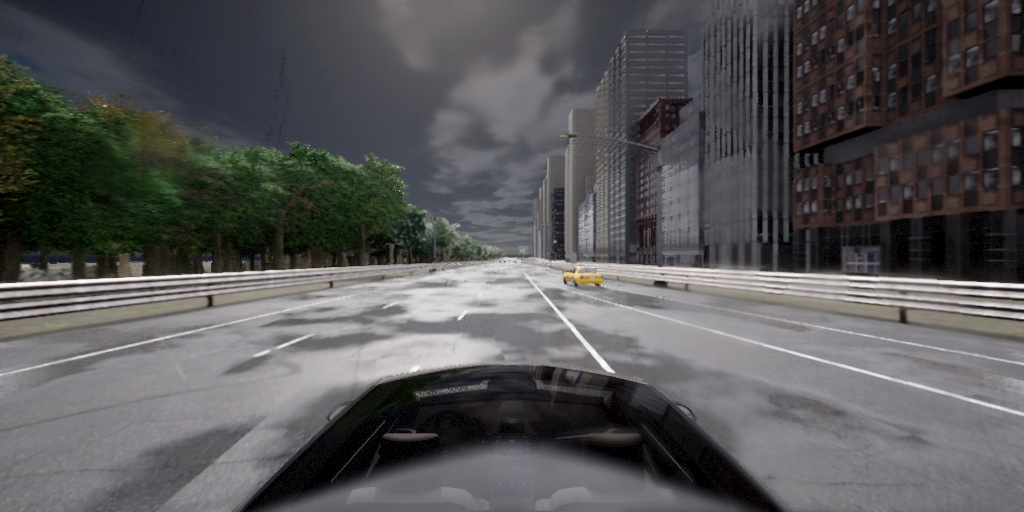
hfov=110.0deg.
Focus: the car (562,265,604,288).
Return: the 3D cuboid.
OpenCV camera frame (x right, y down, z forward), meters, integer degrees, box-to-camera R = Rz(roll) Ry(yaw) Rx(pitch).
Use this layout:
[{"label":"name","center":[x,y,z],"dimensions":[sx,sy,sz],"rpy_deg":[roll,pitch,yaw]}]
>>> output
[{"label":"car","center":[5.082,1.438,26.468],"dimensions":[1.801,1.575,5.366],"rpy_deg":[0,-1,-6]}]
